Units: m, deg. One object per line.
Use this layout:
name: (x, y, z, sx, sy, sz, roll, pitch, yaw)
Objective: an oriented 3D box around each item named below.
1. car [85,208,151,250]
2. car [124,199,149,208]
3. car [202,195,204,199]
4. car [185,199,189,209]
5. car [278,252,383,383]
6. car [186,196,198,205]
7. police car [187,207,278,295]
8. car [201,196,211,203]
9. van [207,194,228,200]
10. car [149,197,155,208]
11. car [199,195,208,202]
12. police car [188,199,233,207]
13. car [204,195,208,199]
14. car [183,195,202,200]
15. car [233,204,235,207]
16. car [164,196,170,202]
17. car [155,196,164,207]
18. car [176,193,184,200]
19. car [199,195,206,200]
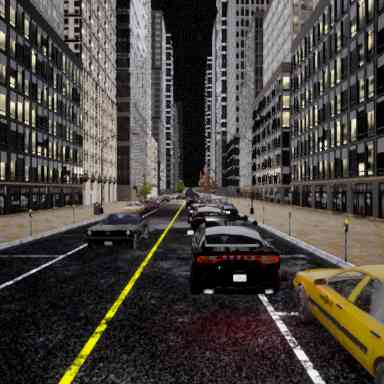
car: (-3.091, 1.598, 14.498, 1.895, 1.301, 4.718, 0, 0, 0)
car: (-5.675, 1.516, 32.498, 1.752, 1.417, 4.829, 0, 0, 0)
car: (2.719, 1.563, 55.417, 1.802, 1.307, 4.206, 0, 0, 0)
car: (0.708, 1.500, 24.831, 1.837, 1.490, 4.892, 0, 0, 4)
car: (2.689, 1.525, 4.358, 1.752, 1.417, 4.829, 0, 0, 0)
car: (0.034, 1.525, 59.910, 2.033, 1.411, 5.357, 0, 0, 0)
police car: (0.905, 1.424, 8.878, 1.930, 1.638, 5.238, 0, 0, 0)
car: (2.725, 1.518, 66.802, 1.887, 1.381, 4.507, 0, 0, 0)
van: (2.704, 1.332, 32.648, 1.690, 1.788, 3.998, 0, 0, 0)
car: (-5.672, 1.571, 38.360, 1.802, 1.307, 4.206, 0, 0, 0)
car: (2.732, 1.514, 78.186, 2.008, 1.369, 4.403, 0, 0, 0)
police car: (0.911, 1.421, 18.878, 1.930, 1.638, 5.238, 0, 0, 0)
car: (2.708, 1.429, 38.341, 1.967, 1.590, 4.097, 0, 0, 0)
car: (0.035, 1.511, 45.944, 1.812, 1.442, 4.674, 0, 0, 0)
car: (2.702, 1.559, 26.956, 1.947, 1.339, 4.313, 0, 0, 0)
car: (-5.652, 1.534, 72.511, 1.947, 1.339, 4.313, 0, 0, 0)
car: (-5.666, 1.424, 49.745, 1.967, 1.590, 4.097, 0, 0, 0)
car: (-2.950, 1.175, 88.016, 2.150, 2.045, 5.566, 0, 0, 0)
car: (2.738, 1.535, 89.572, 1.802, 1.307, 4.206, 0, 0, 0)
